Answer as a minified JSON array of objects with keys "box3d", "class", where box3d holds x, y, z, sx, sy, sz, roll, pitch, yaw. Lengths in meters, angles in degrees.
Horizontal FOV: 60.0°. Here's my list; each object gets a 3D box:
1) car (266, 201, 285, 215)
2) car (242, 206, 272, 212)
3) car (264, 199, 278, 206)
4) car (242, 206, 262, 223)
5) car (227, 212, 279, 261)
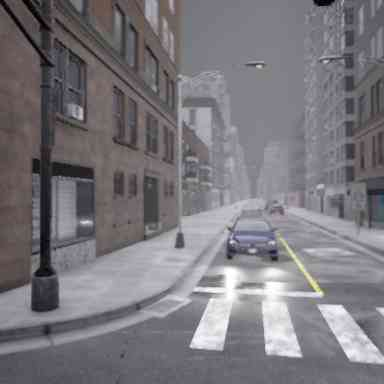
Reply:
[{"box3d":[11.395,2.321,44.909,1.837,1.490,4.892,0,-1,10],"class":"car"},{"box3d":[4.191,1.978,23.108,2.033,1.411,5.357,0,-1,11],"class":"car"},{"box3d":[13.252,2.217,55.156,2.150,2.045,5.566,0,-1,10],"class":"car"},{"box3d":[6.000,2.135,33.016,1.812,1.442,4.674,0,-1,10],"class":"car"},{"box3d":[2.472,1.782,13.630,1.812,1.442,4.674,0,-1,10],"class":"car"}]
